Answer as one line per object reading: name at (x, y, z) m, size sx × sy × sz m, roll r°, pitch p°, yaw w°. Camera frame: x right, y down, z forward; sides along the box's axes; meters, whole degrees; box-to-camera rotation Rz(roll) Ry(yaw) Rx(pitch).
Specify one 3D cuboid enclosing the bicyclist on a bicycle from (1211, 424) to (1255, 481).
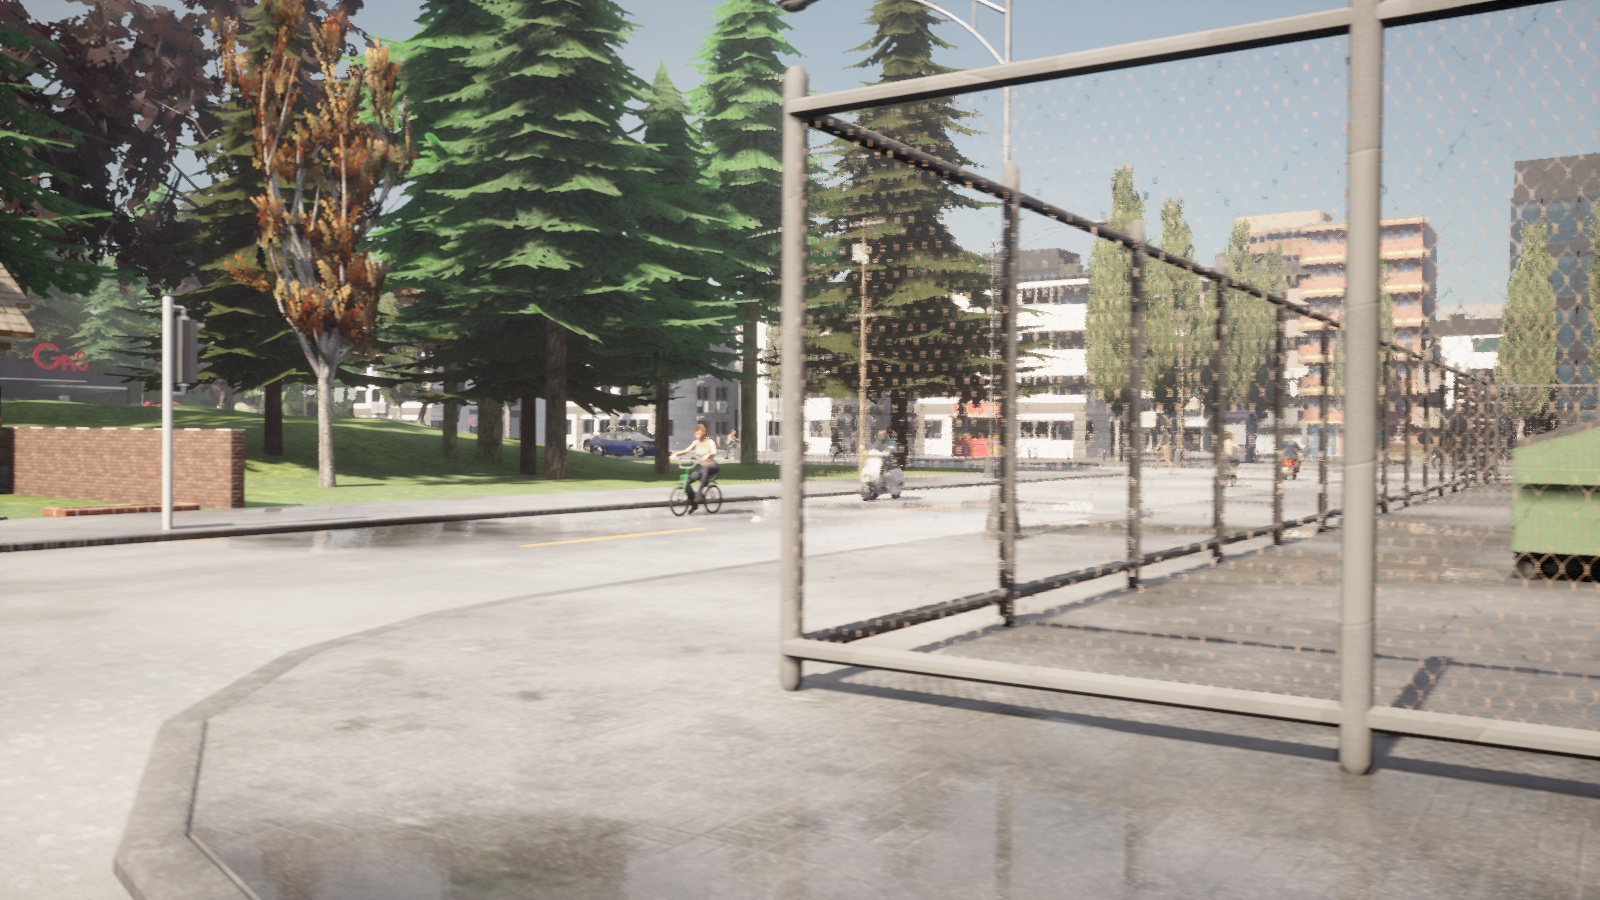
bicyclist on a bicycle at (12.635, 0.053, 36.613) m, size 0.866 × 1.612 × 1.509 m, roll 0°, pitch 1°, yaw 33°

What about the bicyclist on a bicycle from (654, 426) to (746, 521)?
bicyclist on a bicycle at (-1.752, 0.382, 22.148) m, size 0.866 × 1.612 × 1.509 m, roll 0°, pitch 1°, yaw 33°

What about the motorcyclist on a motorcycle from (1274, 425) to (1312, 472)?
motorcyclist on a motorcycle at (16.943, -0.058, 43.134) m, size 0.866 × 1.590 × 1.817 m, roll 0°, pitch 1°, yaw 33°

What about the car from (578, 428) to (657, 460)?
car at (-11.028, -0.384, 75.683) m, size 4.605 × 1.855 × 1.932 m, roll 0°, pitch 1°, yaw 34°

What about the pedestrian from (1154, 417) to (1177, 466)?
pedestrian at (13.796, -0.314, 47.361) m, size 0.694 × 1.848 × 0.540 m, roll 0°, pitch 1°, yaw 34°

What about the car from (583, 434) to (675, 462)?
car at (-9.519, -0.137, 69.887) m, size 4.792 × 1.488 × 2.163 m, roll 0°, pitch 1°, yaw 33°

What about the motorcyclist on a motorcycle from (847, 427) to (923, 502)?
motorcyclist on a motorcycle at (1.882, 0.291, 27.617) m, size 0.866 × 1.590 × 1.817 m, roll 0°, pitch 1°, yaw 33°
